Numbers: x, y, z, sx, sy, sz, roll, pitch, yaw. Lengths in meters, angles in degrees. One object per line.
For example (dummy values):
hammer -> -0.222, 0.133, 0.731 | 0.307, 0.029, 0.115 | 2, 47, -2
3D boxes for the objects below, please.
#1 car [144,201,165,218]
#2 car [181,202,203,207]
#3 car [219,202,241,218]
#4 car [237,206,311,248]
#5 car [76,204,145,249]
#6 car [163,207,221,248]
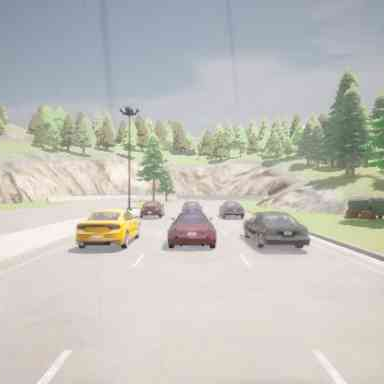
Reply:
car -> -3.500, 1.530, 29.650 | 1.812, 1.442, 4.674 | 0, 0, 0
car -> 0.000, 1.561, 29.650 | 2.033, 1.411, 5.357 | 0, 0, 0
car -> 3.500, 1.561, 29.650 | 2.033, 1.411, 5.357 | 0, 0, 0
car -> 3.500, 1.560, 14.650 | 2.033, 1.411, 5.357 | 0, 0, 0
car -> -3.500, 1.482, 14.650 | 1.882, 1.535, 5.008 | 0, 0, 0
car -> 0.000, 1.569, 14.650 | 1.994, 1.385, 4.181 | 0, 0, 0
